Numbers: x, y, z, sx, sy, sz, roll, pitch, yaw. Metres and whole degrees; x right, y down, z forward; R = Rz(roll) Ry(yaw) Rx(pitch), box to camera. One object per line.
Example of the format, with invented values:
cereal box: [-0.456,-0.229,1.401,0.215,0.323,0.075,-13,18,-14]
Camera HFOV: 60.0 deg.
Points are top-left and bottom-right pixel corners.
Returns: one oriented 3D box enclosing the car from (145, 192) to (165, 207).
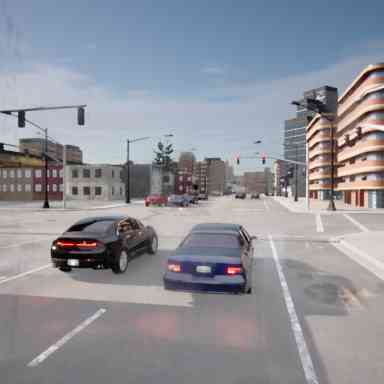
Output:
car: [-5.155,1.080,49.324,2.150,2.045,5.566,0,1,11]

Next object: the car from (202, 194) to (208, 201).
car: [2.159,1.084,67.926,2.033,1.411,5.357,0,1,11]

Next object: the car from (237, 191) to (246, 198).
car: [12.988,0.552,86.681,2.097,1.767,4.553,0,1,11]

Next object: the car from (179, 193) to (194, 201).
car: [-1.133,1.073,69.256,2.033,1.411,5.357,0,1,11]

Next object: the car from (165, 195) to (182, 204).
car: [-3.253,1.238,58.882,1.812,1.442,4.674,0,1,12]

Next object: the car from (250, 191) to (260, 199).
car: [14.341,0.880,75.403,2.128,1.511,4.902,0,1,11]

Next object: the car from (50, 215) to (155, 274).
car: [-2.510,1.505,10.664,1.837,1.490,4.892,0,0,11]

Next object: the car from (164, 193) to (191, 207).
car: [-1.947,1.222,47.448,2.097,1.767,4.553,0,1,11]

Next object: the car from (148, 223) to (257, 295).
car: [0.708,1.547,8.920,2.033,1.411,5.357,0,0,11]

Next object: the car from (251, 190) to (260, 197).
car: [16.344,0.464,85.607,2.097,1.767,4.553,0,1,11]

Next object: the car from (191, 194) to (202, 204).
car: [-0.188,1.235,56.359,2.128,1.511,4.902,0,1,11]

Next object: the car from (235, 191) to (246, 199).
car: [11.094,0.901,77.029,1.994,1.385,4.181,0,1,11]
